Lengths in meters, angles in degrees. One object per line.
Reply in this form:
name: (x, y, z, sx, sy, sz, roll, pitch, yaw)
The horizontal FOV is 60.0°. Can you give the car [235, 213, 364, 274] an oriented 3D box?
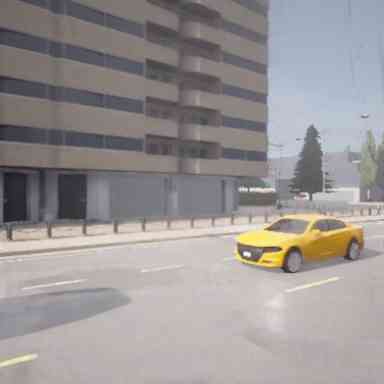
car: (3.603, 1.483, 10.819, 5.008, 1.535, 1.882, 0, 0, -35)
